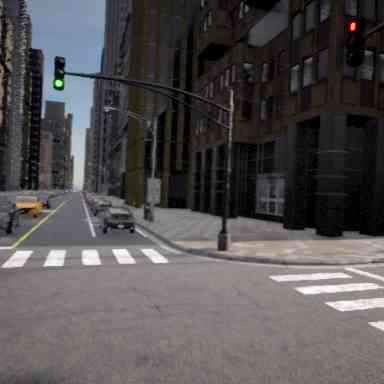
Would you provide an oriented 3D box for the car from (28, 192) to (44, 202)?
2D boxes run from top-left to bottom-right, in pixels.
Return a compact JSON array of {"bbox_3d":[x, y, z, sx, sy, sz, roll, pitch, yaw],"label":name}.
[{"bbox_3d":[-24.835,0.786,53.190,1.752,1.417,4.829,2,0,-19],"label":"car"}]

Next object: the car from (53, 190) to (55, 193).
[{"bbox_3d":[-30.232,0.656,69.228,1.752,1.417,4.829,2,0,-19],"label":"car"}]

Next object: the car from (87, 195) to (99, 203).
[{"bbox_3d":[-9.623,1.321,34.696,1.887,1.381,4.507,2,0,-19],"label":"car"}]

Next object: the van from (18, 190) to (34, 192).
[{"bbox_3d":[-21.284,0.690,42.660,1.690,1.788,3.998,2,0,-19],"label":"van"}]

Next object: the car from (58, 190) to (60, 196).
[{"bbox_3d":[-35.630,0.531,85.265,1.752,1.417,4.829,2,0,-19],"label":"car"}]

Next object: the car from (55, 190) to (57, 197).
[{"bbox_3d":[-32.088,0.653,74.734,1.947,1.339,4.313,2,0,-19],"label":"car"}]

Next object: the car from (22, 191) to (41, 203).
[{"bbox_3d":[-23.086,0.744,48.005,1.967,1.590,4.097,2,0,-19],"label":"car"}]

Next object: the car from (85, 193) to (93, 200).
[{"bbox_3d":[-24.070,0.948,77.623,1.752,1.417,4.829,2,0,-19],"label":"car"}]

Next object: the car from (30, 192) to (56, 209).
[{"bbox_3d":[-16.204,1.024,35.930,1.837,1.490,4.892,2,0,-18],"label":"car"}]

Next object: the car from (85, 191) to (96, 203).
[{"bbox_3d":[-13.218,1.125,45.388,1.967,1.590,4.097,2,0,-19],"label":"car"}]

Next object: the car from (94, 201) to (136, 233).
[{"bbox_3d":[-4.226,1.467,18.658,2.008,1.369,4.403,2,0,-19],"label":"car"}]

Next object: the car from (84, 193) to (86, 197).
[{"bbox_3d":[-15.022,1.222,50.733,1.802,1.307,4.206,2,0,-19],"label":"car"}]

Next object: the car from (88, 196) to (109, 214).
[{"bbox_3d":[-7.824,1.374,29.350,2.008,1.369,4.403,2,0,-19],"label":"car"}]

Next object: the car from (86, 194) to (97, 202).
[{"bbox_3d":[-18.672,1.076,61.586,1.752,1.417,4.829,2,0,-19],"label":"car"}]

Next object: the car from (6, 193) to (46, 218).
[{"bbox_3d":[-12.882,1.082,26.028,1.882,1.535,5.008,2,0,-19],"label":"car"}]

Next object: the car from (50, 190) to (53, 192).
[{"bbox_3d":[-28.489,0.738,64.043,1.947,1.339,4.313,2,0,-19],"label":"car"}]

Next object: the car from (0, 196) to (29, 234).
[{"bbox_3d":[-9.845,1.174,16.840,2.128,1.511,4.902,2,0,-22],"label":"car"}]

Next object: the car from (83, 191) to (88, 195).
[{"bbox_3d":[-16.816,1.036,56.079,1.967,1.590,4.097,2,0,-19],"label":"car"}]
